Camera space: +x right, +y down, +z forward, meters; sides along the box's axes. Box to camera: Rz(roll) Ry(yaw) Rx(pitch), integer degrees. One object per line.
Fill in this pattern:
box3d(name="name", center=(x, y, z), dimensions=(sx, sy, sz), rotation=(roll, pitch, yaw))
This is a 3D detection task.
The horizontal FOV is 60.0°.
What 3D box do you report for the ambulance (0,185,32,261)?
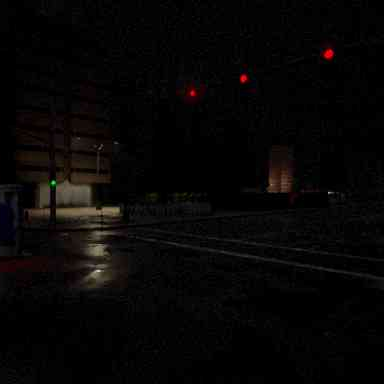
box3d(name="ambulance", center=(-7.574, 1.031, 8.058), dimensions=(2.351, 2.431, 6.366), rotation=(0, 0, 44))
